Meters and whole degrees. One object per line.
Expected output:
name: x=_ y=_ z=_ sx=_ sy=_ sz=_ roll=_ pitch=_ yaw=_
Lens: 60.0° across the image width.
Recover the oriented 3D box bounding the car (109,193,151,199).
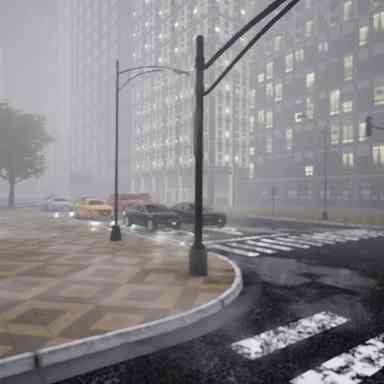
car: x=-5.758 y=1.083 z=29.549 sx=2.150 sy=2.045 sz=5.566 roll=1 pitch=0 yaw=-37

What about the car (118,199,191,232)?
car: x=-2.400 y=1.414 z=19.599 sx=1.837 sy=1.490 sz=4.892 roll=1 pitch=0 yaw=-37

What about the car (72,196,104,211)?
car: x=-11.922 y=1.251 z=37.848 sx=1.882 sy=1.535 sz=5.008 roll=1 pitch=0 yaw=-37

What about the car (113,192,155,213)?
car: x=-6.447 y=1.072 z=36.259 sx=2.150 sy=2.045 sz=5.566 roll=1 pitch=0 yaw=-37

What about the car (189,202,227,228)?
car: x=0.175 y=1.420 z=21.585 sx=1.882 sy=1.535 sz=5.008 roll=1 pitch=0 yaw=-37

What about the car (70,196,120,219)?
car: x=-8.053 y=1.309 z=27.194 sx=1.882 sy=1.535 sz=5.008 roll=1 pitch=0 yaw=-37

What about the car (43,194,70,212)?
car: x=-14.176 y=1.270 z=35.429 sx=1.812 sy=1.442 sz=4.674 roll=1 pitch=0 yaw=-37
